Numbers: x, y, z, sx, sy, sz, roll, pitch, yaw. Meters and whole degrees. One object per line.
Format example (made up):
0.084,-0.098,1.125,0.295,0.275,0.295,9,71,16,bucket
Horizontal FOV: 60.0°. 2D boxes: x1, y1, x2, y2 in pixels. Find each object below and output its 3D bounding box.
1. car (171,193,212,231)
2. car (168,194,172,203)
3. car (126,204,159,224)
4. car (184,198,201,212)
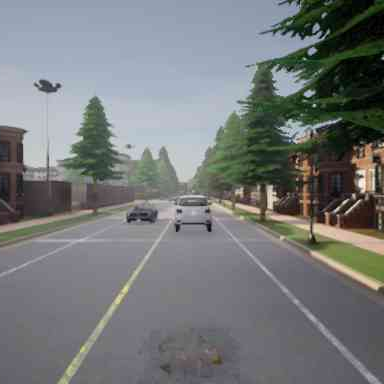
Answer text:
0.075,1.228,20.950,2.150,2.045,5.566,0,0,0,car
-3.584,1.184,66.770,2.097,1.767,4.553,0,0,0,car
-3.628,1.610,24.836,1.895,1.301,4.718,0,0,0,car
0.048,1.538,39.583,1.812,1.442,4.674,0,0,0,car
